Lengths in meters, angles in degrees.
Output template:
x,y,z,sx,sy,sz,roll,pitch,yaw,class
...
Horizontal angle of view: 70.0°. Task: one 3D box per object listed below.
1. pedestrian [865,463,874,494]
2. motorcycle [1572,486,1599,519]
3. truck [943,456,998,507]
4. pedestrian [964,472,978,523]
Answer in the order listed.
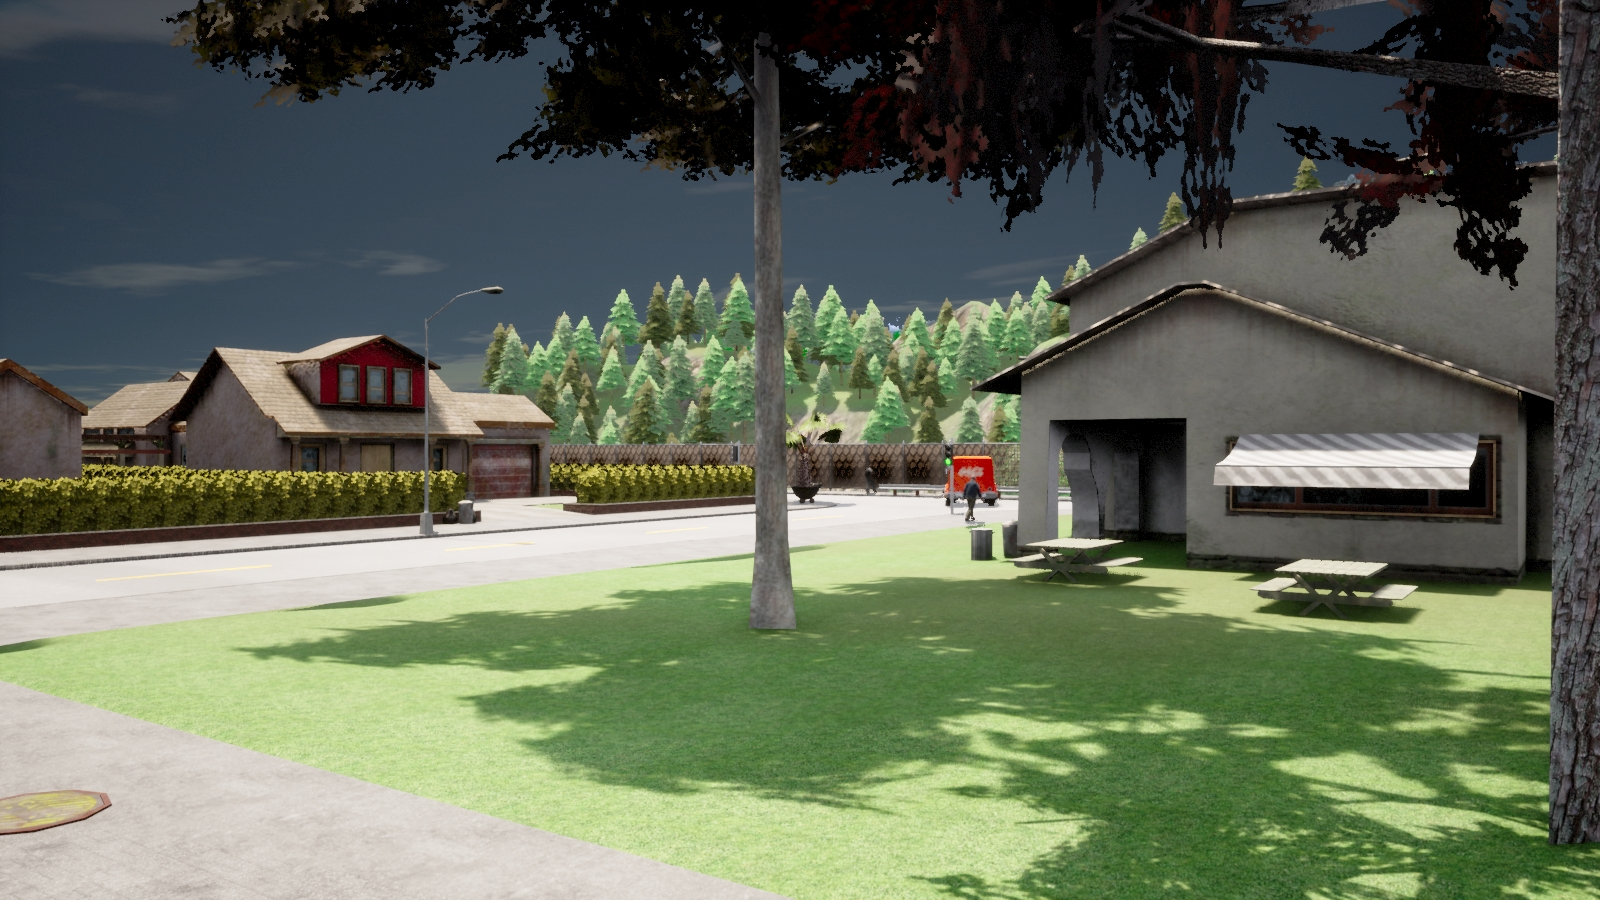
x,y,z,sx,sy,sz,roll,pitch,yaw,class
4.242,1.745,69.461,0.375,1.860,0.375,0,0,-41,pedestrian
32.963,2.155,46.648,2.356,1.307,0.764,0,0,35,motorcycle
8.740,1.567,58.897,2.627,2.467,5.204,0,0,7,truck
6.312,1.737,42.152,0.375,1.860,0.375,0,0,35,pedestrian
